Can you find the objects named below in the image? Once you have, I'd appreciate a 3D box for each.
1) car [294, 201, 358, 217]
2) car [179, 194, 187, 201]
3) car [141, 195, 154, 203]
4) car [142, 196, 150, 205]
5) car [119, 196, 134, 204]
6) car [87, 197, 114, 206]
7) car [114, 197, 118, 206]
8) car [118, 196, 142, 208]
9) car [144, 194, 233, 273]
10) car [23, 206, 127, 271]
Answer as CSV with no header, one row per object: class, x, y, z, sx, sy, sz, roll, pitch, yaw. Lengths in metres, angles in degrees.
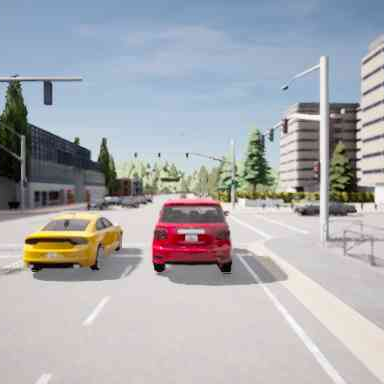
car,12.138,1.478,30.333,5.357,1.411,2.033,0,0,-2
car,-2.200,1.339,82.968,1.812,1.442,4.674,0,0,-1
car,-8.754,1.401,65.639,2.033,1.411,5.357,0,0,-1
car,-8.556,1.369,55.275,2.128,1.511,4.902,0,0,-1
car,-12.183,1.463,62.188,1.895,1.301,4.718,0,0,-1
car,-11.722,1.399,41.649,2.128,1.511,4.902,0,0,-2
car,-11.976,1.432,51.901,2.033,1.411,5.357,0,0,-1
car,-8.314,1.405,45.064,1.837,1.490,4.892,0,0,-1
car,0.069,1.199,10.781,2.150,2.045,5.566,0,0,2
car,-3.573,1.453,10.878,1.882,1.535,5.008,0,0,-1
